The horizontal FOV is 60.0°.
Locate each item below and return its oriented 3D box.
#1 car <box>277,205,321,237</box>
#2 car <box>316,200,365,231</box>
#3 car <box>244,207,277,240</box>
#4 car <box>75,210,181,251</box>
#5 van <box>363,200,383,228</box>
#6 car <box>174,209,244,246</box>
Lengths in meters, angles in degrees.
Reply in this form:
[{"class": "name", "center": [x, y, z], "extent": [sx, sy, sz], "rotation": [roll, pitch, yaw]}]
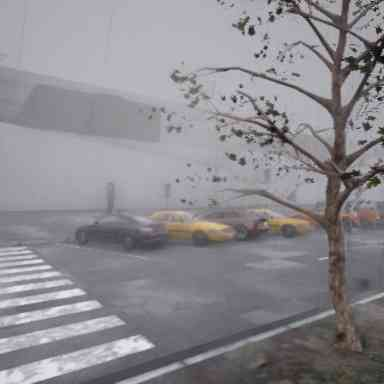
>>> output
[{"class": "car", "center": [4.375, 1.679, 19.529], "extent": [5.366, 1.575, 1.946], "rotation": [-1, -2, 35]}, {"class": "car", "center": [9.104, 1.637, 23.078], "extent": [4.553, 1.767, 2.185], "rotation": [-1, -1, 34]}, {"class": "car", "center": [1.765, 1.671, 17.915], "extent": [4.792, 1.488, 2.163], "rotation": [-1, -1, 35]}, {"class": "car", "center": [-3.065, 1.602, 14.436], "extent": [4.674, 1.452, 2.002], "rotation": [-1, -1, 35]}, {"class": "van", "center": [11.615, 1.571, 24.771], "extent": [4.442, 1.987, 1.878], "rotation": [-1, -2, 35]}, {"class": "car", "center": [-0.484, 1.595, 16.068], "extent": [5.366, 1.575, 1.946], "rotation": [-1, -2, 35]}]
